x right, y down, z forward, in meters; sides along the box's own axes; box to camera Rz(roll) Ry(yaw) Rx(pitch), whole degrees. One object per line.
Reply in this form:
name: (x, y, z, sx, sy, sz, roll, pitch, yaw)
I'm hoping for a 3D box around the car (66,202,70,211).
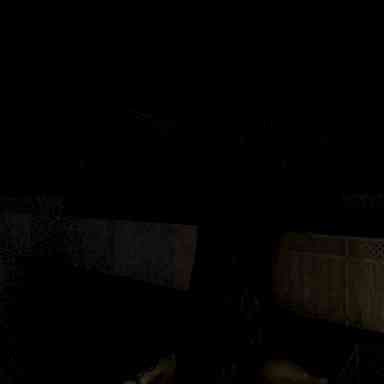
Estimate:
car: (-11.995, 1.297, 36.484, 2.128, 1.511, 4.902, -3, -1, 36)
